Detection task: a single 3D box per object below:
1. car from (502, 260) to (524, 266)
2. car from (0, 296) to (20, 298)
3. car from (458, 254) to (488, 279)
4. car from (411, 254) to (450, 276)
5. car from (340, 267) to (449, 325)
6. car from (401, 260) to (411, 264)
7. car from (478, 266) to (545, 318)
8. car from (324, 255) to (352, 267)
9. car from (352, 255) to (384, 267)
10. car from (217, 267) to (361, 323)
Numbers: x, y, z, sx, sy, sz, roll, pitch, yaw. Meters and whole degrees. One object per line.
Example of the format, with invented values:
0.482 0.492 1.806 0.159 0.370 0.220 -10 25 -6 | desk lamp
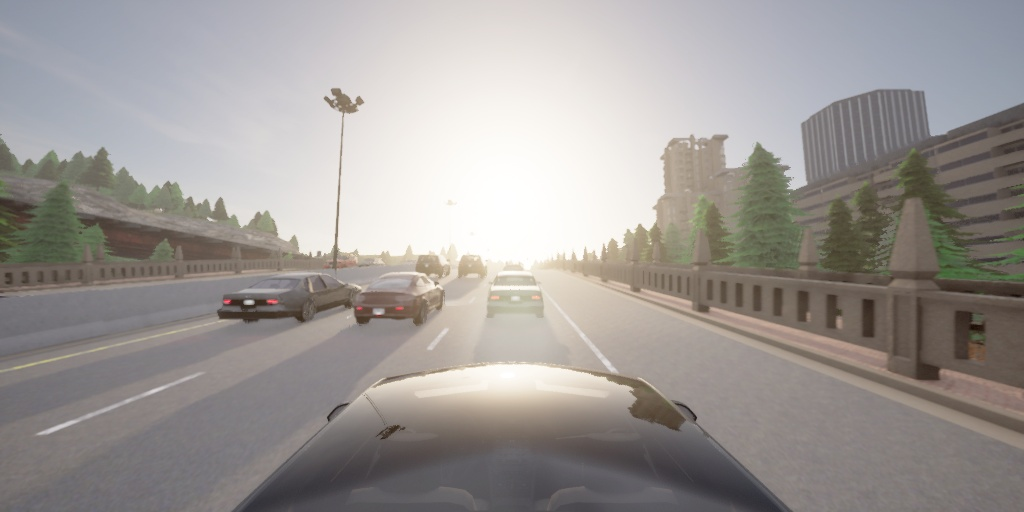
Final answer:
0.100 1.133 32.702 2.128 1.511 4.902 0 0 0 | car
-14.100 1.327 7.868 1.895 1.301 4.718 0 0 0 | car
-3.400 0.867 31.712 2.150 2.045 5.566 0 0 0 | car
-6.900 0.867 31.695 2.150 2.045 5.566 0 0 0 | car
-3.413 1.240 11.475 1.812 1.442 4.674 0 0 0 | car
-14.079 1.217 49.566 1.837 1.490 4.892 0 -2 0 | car
0.100 1.257 12.800 2.033 1.411 5.357 0 0 0 | car
-21.086 0.842 44.555 2.150 2.045 5.566 0 0 0 | car
-17.584 0.976 44.641 2.097 1.767 4.553 0 -1 0 | car
-6.900 1.260 11.920 2.033 1.411 5.357 0 0 0 | car
